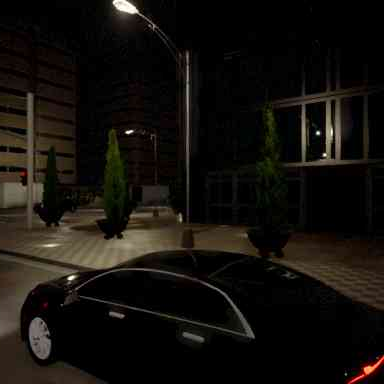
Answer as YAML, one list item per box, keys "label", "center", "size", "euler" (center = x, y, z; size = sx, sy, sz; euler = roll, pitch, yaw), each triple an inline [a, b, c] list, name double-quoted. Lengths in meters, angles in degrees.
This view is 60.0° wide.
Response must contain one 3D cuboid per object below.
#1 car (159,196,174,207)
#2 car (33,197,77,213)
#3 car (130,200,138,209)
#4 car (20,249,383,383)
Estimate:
- label: "car"
  center: [-3.296, 1.407, 53.201]
  size: [2.097, 1.767, 4.553]
  euler: [0, 0, 35]
- label: "car"
  center: [-15.049, 1.407, 36.571]
  size: [2.097, 1.767, 4.553]
  euler: [0, 0, 35]
- label: "car"
  center: [-9.315, 1.581, 44.679]
  size: [1.812, 1.442, 4.674]
  euler: [0, 0, 35]
- label: "car"
  center: [-0.249, 1.505, 4.169]
  size: [4.892, 1.490, 1.837]
  euler: [0, 0, 36]
